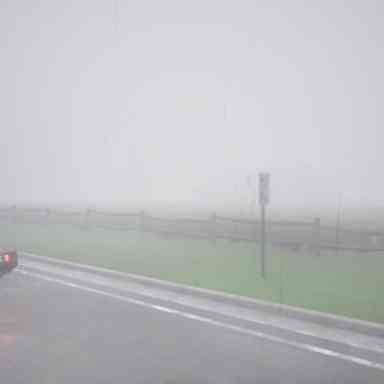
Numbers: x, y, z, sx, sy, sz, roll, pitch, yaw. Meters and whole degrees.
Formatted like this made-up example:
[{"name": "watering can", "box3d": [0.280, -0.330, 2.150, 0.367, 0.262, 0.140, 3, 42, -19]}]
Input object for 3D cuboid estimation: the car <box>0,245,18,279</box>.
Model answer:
[{"name": "car", "box3d": [-6.643, 1.621, 8.735, 4.718, 1.301, 1.895, 0, 0, 36]}]
